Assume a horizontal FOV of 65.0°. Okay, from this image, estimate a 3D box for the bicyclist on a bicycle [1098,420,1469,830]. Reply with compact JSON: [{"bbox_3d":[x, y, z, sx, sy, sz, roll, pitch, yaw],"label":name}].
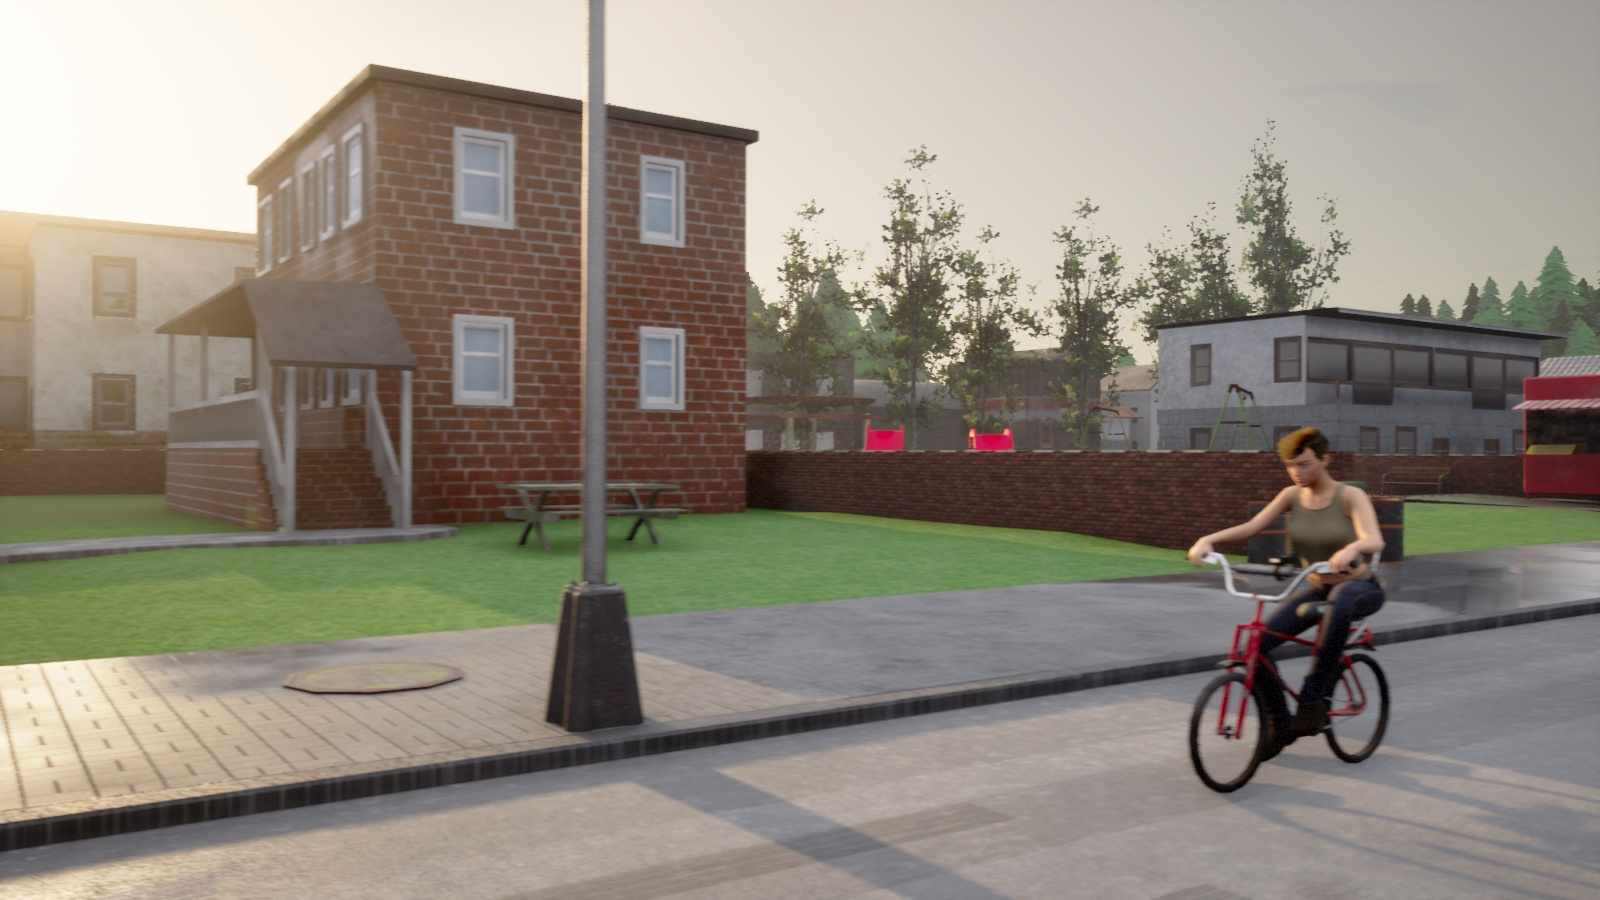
[{"bbox_3d":[2.214,0.690,5.728,1.509,1.612,0.866,0,0,-34],"label":"bicyclist on a bicycle"}]
